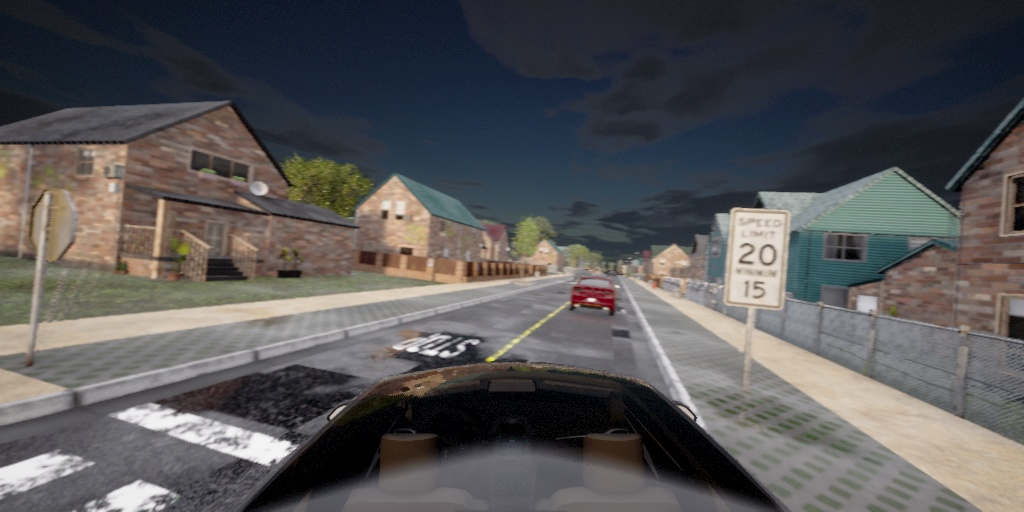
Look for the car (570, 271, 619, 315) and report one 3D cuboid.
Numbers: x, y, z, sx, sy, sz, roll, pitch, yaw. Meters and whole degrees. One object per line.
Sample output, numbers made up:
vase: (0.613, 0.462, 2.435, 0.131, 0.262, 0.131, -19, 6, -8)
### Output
car: (3.887, 1.694, 16.722, 1.882, 1.535, 5.008, 5, -1, 16)
